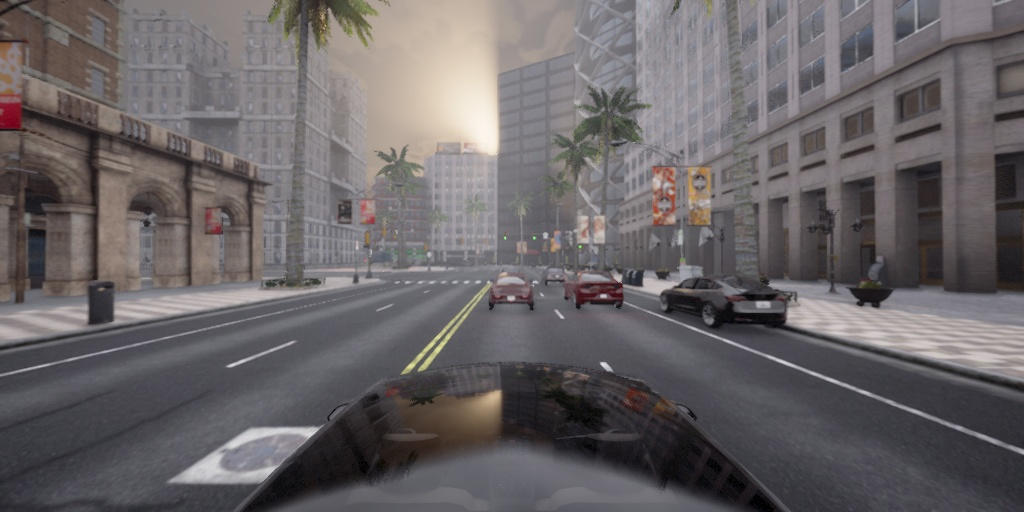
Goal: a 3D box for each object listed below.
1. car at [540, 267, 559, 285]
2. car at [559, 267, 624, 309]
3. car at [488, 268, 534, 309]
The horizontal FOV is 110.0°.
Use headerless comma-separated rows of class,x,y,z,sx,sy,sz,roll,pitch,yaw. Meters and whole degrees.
car,3.415,1.601,29.368,2.033,1.411,5.357,0,-1,0
car,3.483,1.385,16.071,1.882,1.535,5.008,0,0,0
car,-0.019,1.429,15.703,1.812,1.442,4.674,0,0,0
